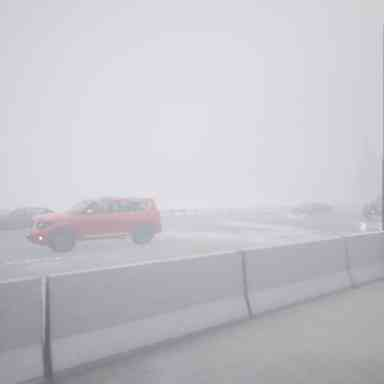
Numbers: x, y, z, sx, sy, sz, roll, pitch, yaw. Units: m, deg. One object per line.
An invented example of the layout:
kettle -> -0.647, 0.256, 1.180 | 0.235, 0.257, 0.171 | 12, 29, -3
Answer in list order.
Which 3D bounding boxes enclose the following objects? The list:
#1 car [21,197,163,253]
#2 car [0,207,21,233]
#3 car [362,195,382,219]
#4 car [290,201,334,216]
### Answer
car -> -3.896, 1.236, 14.110 | 5.566, 2.045, 2.150 | 0, 0, -35
car -> -9.336, 1.556, 18.828 | 5.357, 1.411, 2.033 | 0, 0, -35
car -> 17.173, 1.304, 29.023 | 5.566, 2.045, 2.150 | 0, 0, -35
car -> 12.431, 1.629, 34.247 | 5.357, 1.411, 2.033 | 0, 0, -35
